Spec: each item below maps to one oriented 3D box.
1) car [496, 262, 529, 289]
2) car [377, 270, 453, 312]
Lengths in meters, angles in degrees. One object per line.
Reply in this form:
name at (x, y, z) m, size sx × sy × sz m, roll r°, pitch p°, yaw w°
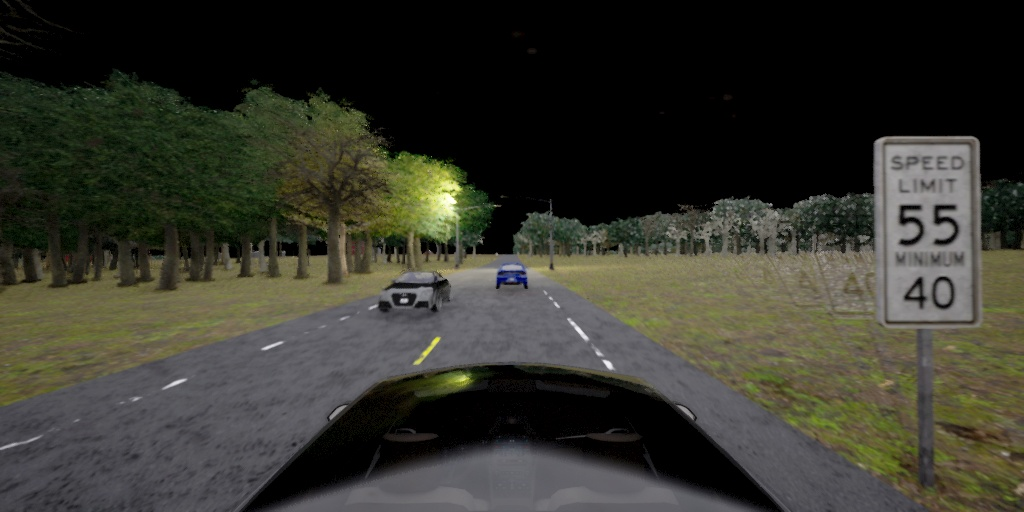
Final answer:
car at (0.013, 1.149, 22.483) m, size 1.882 × 1.535 × 5.008 m, roll 0°, pitch 0°, yaw 0°
car at (-3.508, 1.252, 13.637) m, size 1.994 × 1.385 × 4.181 m, roll 0°, pitch 0°, yaw 0°
